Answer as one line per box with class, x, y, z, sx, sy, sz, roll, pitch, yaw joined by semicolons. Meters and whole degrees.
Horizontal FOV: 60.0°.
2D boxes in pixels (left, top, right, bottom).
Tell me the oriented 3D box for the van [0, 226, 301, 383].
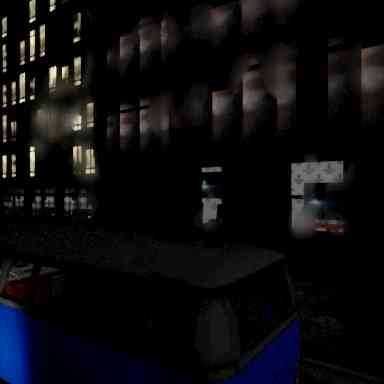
van;-0.909;1.341;3.522;3.998;1.788;1.690;0;0;35
